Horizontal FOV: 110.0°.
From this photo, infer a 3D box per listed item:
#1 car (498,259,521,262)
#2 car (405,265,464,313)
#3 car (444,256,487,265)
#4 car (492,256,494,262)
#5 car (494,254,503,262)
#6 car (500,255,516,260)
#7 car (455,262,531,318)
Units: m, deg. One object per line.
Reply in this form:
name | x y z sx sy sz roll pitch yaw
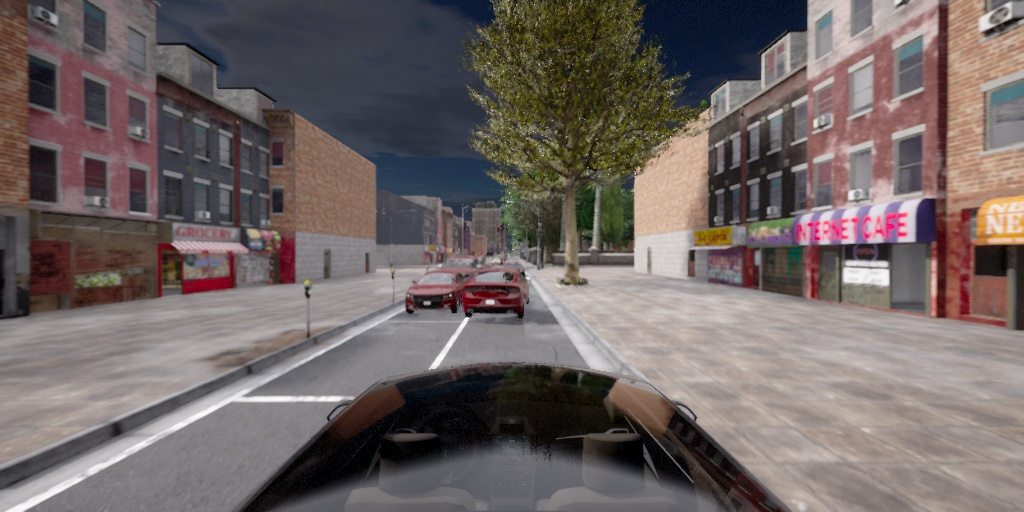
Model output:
car | 0.075 1.161 29.813 1.895 1.301 4.718 0 0 0
car | -2.650 1.215 13.450 1.888 1.381 4.507 0 0 0
car | -2.656 0.946 19.061 2.192 1.841 5.009 0 0 0
car | -2.662 0.909 24.673 2.192 1.841 5.009 0 0 0
car | -2.718 0.878 62.668 1.751 1.417 4.829 0 0 0
car | -0.041 0.975 39.808 1.882 1.535 5.008 0 0 0
car | -0.409 1.152 12.749 1.882 1.535 5.008 0 0 5
